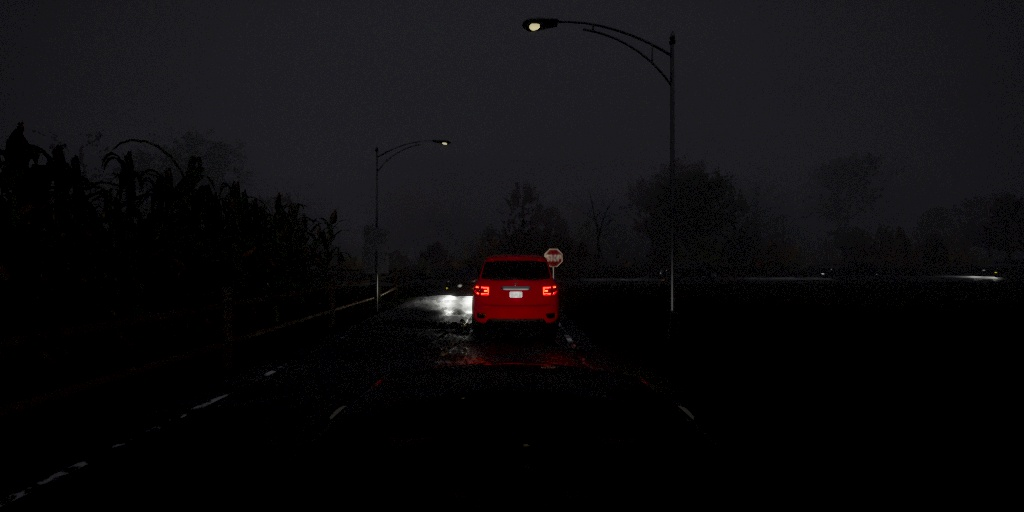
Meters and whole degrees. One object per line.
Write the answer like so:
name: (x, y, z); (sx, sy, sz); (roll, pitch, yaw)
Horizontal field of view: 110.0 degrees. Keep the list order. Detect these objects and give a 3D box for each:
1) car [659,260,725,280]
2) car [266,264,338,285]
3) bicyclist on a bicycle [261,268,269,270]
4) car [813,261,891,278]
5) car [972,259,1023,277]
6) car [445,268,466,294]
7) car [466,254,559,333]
car: (14.502, 1.099, 29.024); (4.902, 1.511, 2.128); (-1, 0, 1)
car: (-15.456, 1.340, 26.419); (5.008, 1.535, 1.882); (0, 0, 1)
bicyclist on a bicycle: (-22.471, 1.346, 32.472); (0.582, 1.620, 1.656); (0, 0, 1)
car: (27.261, 1.102, 28.874); (4.718, 1.301, 1.895); (0, 0, 1)
car: (39.828, 0.953, 28.706); (4.181, 1.385, 1.994); (-1, 0, 1)
car: (-2.125, 1.313, 19.930); (1.994, 1.385, 4.181); (0, 0, 15)
car: (0.095, 0.971, 10.833); (2.150, 2.045, 5.566); (0, 0, 0)
